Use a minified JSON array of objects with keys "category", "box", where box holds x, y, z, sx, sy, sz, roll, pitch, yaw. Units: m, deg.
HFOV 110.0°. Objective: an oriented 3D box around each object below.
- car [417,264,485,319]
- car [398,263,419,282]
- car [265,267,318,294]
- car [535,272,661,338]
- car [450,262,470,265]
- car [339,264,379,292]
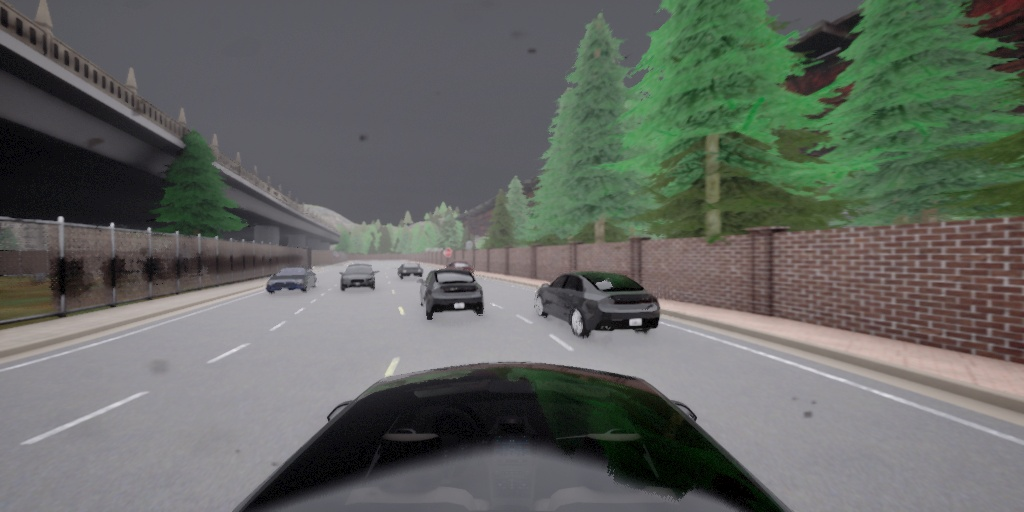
[{"category":"car","box":[-2.265,1.216,12.894,1.837,1.490,4.892,0,0,-17]},{"category":"car","box":[-9.077,1.284,31.863,1.895,1.301,4.718,-1,0,-20]},{"category":"car","box":[-12.732,1.345,21.080,2.033,1.411,5.357,-1,0,-20]},{"category":"car","box":[2.088,1.176,10.094,1.837,1.490,4.892,0,0,-14]},{"category":"car","box":[-4.294,1.164,29.059,1.812,1.442,4.674,-1,0,-20]},{"category":"car","box":[-9.290,1.252,21.870,1.837,1.490,4.892,-1,0,-20]}]
